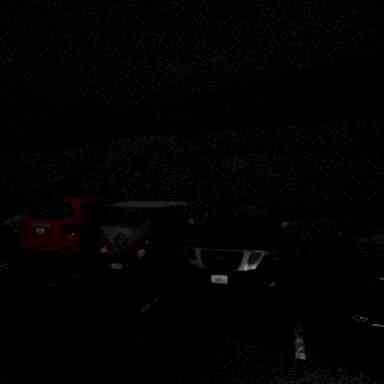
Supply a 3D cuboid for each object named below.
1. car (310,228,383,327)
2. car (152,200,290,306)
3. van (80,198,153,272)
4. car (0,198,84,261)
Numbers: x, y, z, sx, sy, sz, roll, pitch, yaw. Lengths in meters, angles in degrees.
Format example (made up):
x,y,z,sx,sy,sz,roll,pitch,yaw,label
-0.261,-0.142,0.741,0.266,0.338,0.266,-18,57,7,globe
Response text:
x,y,z,sx,sy,sz,roll,pitch,yaw,label
3.659,1.490,6.866,2.231,1.521,4.892,0,-1,15,car
1.233,1.236,8.578,2.435,2.045,5.566,1,-1,16,car
-1.219,1.260,10.225,1.878,1.987,4.442,1,-1,16,van
-3.618,1.234,12.102,2.435,2.045,5.566,0,-1,15,car
